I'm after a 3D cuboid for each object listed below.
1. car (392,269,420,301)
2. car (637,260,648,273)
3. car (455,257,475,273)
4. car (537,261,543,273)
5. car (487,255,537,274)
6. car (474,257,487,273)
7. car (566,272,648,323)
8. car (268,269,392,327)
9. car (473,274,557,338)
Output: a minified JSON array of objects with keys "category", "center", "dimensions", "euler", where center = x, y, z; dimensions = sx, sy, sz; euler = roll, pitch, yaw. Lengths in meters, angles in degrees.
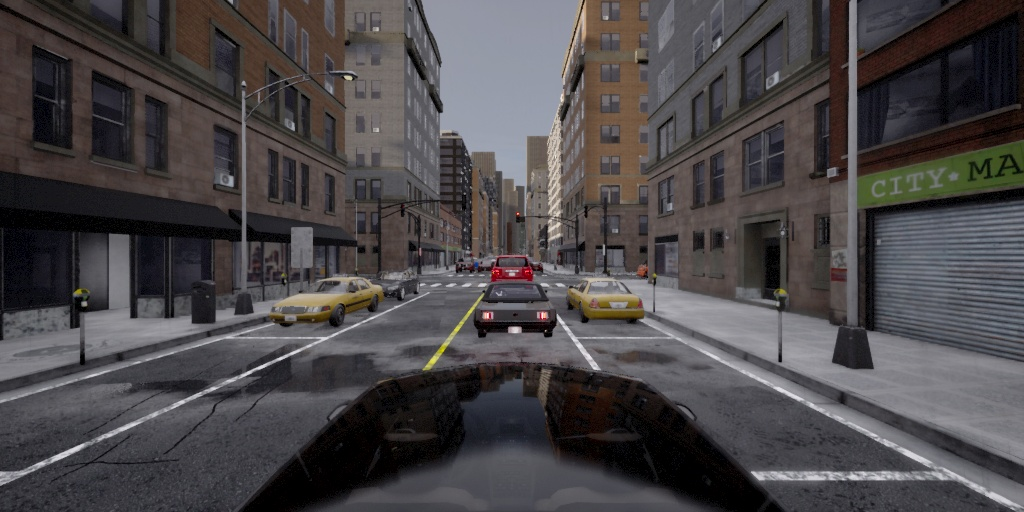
[{"category":"car","center":[-5.665,1.302,17.284],"dimensions":[2.007,1.370,4.403],"euler":[0,0,0]},{"category":"car","center":[12.773,1.056,29.457],"dimensions":[4.553,1.767,2.097],"euler":[0,0,3]},{"category":"car","center":[-5.660,1.077,44.058],"dimensions":[2.192,1.841,5.009],"euler":[0,0,0]},{"category":"car","center":[2.865,1.308,44.056],"dimensions":[1.888,1.381,4.507],"euler":[0,0,0]},{"category":"car","center":[0.004,0.974,19.936],"dimensions":[2.150,2.045,5.566],"euler":[0,0,0]},{"category":"car","center":[-3.091,1.240,43.631],"dimensions":[1.882,1.535,5.008],"euler":[0,0,0]},{"category":"car","center":[2.859,1.276,11.927],"dimensions":[1.751,1.417,4.829],"euler":[0,0,0]},{"category":"car","center":[-5.666,1.276,11.589],"dimensions":[1.751,1.417,4.829],"euler":[0,0,0]},{"category":"car","center":[0.083,1.351,10.166],"dimensions":[1.895,1.301,4.718],"euler":[0,0,0]}]
